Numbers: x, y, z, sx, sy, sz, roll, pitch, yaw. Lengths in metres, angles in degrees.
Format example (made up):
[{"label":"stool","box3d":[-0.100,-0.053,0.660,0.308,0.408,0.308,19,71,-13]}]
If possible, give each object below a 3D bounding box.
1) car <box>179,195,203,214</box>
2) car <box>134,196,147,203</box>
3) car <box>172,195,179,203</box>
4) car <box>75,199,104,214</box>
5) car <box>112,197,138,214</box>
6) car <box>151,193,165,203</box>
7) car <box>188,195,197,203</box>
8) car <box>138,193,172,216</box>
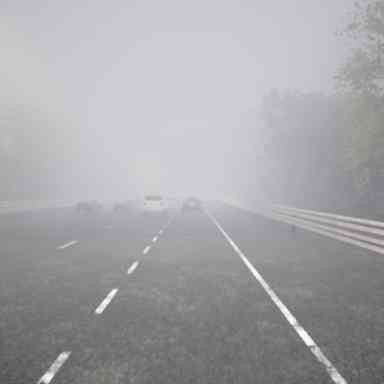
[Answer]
[{"label":"car","box3d":[0.025,1.314,34.185,2.097,1.767,4.553,0,0,0]},{"label":"car","box3d":[-10.410,1.535,67.121,1.895,1.301,4.718,0,0,1]},{"label":"car","box3d":[-3.389,1.424,67.826,2.128,1.511,4.902,0,0,1]},{"label":"car","box3d":[-10.473,1.470,34.132,1.837,1.490,4.892,0,1,1]},{"label":"car","box3d":[-6.974,1.488,34.445,1.812,1.442,4.674,0,0,1]},{"label":"car","box3d":[-6.903,1.153,67.646,2.150,2.045,5.566,0,0,1]},{"label":"car","box3d":[0.114,1.436,67.577,1.837,1.490,4.892,0,-1,1]},{"label":"car","box3d":[-3.490,1.189,32.539,2.150,2.045,5.566,0,0,0]}]
